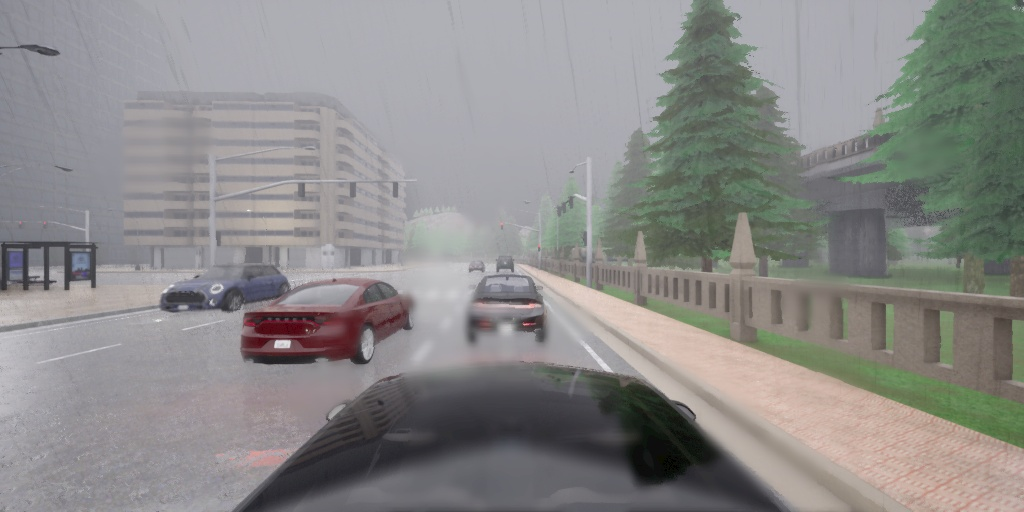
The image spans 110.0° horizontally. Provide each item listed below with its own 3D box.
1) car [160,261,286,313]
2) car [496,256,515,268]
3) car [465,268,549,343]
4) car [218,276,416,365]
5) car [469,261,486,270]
[{"bbox_3d":[-10.864,1.102,14.009,2.097,1.767,4.553,0,0,-2],"label":"car"},{"bbox_3d":[-0.864,0.971,45.305,2.150,2.045,5.566,0,0,-1],"label":"car"},{"bbox_3d":[-0.127,1.241,9.643,2.128,1.511,4.902,0,0,-1],"label":"car"},{"bbox_3d":[-3.595,1.228,8.081,1.882,1.535,5.008,0,0,0],"label":"car"},{"bbox_3d":[-4.367,1.297,45.002,2.033,1.411,5.357,0,0,-1],"label":"car"}]
